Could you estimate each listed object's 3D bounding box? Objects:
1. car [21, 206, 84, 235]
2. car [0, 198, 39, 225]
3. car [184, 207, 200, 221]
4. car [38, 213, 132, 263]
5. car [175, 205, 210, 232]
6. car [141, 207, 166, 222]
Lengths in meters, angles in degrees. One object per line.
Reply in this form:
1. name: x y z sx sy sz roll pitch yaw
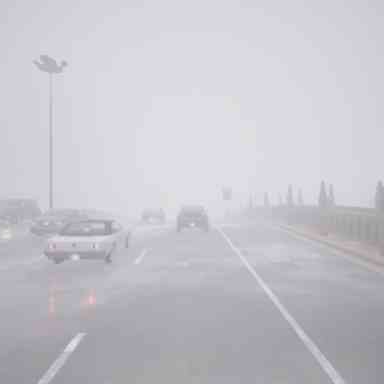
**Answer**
1. car: -6.961 1.601 18.422 2.033 1.411 5.357 0 -1 0
2. car: -14.189 1.502 26.583 2.150 2.045 5.566 0 -2 0
3. car: -0.040 2.750 40.492 1.837 1.490 4.892 0 -6 0
4. car: -3.437 1.626 11.987 1.895 1.301 4.718 0 0 0
5. car: 0.025 1.563 20.439 1.837 1.490 4.892 0 -1 0
6. car: -3.505 2.086 31.027 1.895 1.301 4.718 0 -4 0
